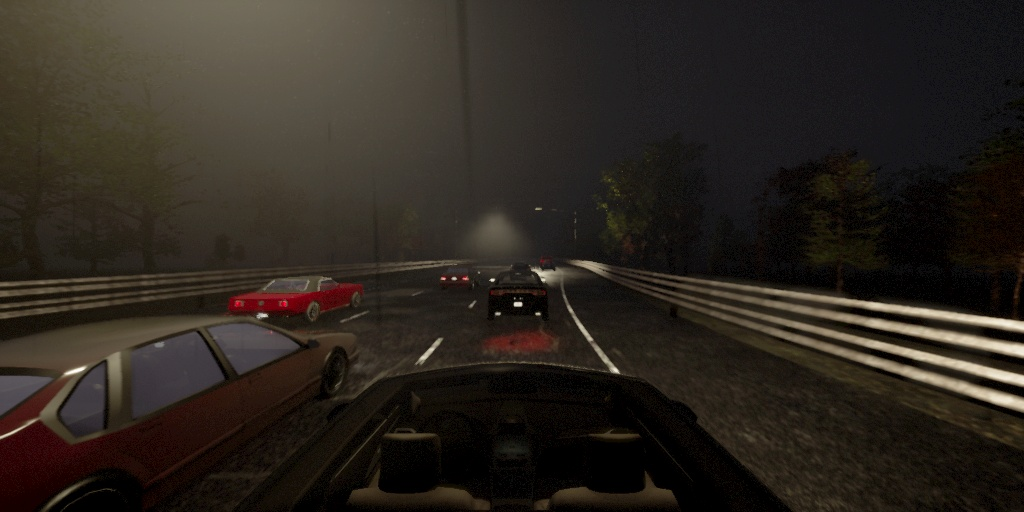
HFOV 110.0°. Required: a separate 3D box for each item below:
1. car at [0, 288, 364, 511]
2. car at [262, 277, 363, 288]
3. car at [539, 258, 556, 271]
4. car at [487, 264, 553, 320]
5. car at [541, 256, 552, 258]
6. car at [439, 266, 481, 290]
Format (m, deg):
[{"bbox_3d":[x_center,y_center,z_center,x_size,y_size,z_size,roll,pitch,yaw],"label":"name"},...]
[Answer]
[{"bbox_3d":[-3.386,1.295,3.408,2.033,1.411,5.357,0,0,0],"label":"car"},{"bbox_3d":[-6.804,1.344,12.074,1.895,1.301,4.718,0,0,1],"label":"car"},{"bbox_3d":[4.901,1.305,48.208,2.033,1.411,5.357,0,0,5],"label":"car"},{"bbox_3d":[0.212,1.225,12.703,1.882,1.535,5.008,0,0,1],"label":"car"},{"bbox_3d":[5.629,0.987,58.684,2.150,2.045,5.566,0,0,4],"label":"car"},{"bbox_3d":[-3.094,1.292,22.116,2.033,1.411,5.357,0,0,2],"label":"car"}]
